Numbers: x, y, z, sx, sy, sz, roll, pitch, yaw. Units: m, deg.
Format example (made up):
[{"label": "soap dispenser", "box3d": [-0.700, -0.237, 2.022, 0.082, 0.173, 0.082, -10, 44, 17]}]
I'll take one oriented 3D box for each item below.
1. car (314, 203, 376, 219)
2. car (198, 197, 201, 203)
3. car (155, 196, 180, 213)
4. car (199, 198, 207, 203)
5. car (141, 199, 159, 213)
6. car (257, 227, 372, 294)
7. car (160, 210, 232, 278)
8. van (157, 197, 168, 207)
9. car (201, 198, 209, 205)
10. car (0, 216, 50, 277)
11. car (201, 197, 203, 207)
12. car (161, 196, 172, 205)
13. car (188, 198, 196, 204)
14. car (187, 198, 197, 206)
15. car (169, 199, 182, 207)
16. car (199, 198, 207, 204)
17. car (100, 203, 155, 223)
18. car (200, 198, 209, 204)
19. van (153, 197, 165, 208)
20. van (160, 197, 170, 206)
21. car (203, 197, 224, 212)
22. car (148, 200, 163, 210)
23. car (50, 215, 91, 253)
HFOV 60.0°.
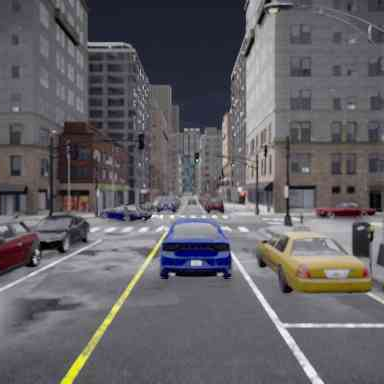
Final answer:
[{"label": "car", "box3d": [13.372, 1.669, 29.302, 4.718, 1.301, 1.895, -1, 0, -1]}, {"label": "car", "box3d": [2.878, 1.827, 63.407, 2.192, 1.841, 5.009, -1, 0, 0]}, {"label": "car", "box3d": [-3.078, 1.559, 41.921, 2.150, 2.045, 5.566, 0, 0, 0]}, {"label": "car", "box3d": [2.899, 2.278, 91.334, 2.008, 1.369, 4.403, -1, 0, 0]}, {"label": "car", "box3d": [-5.660, 1.897, 41.067, 1.947, 1.339, 4.313, -1, 0, 0]}, {"label": "car", "box3d": [2.852, 1.592, 8.866, 1.752, 1.417, 4.829, -1, 0, 0]}, {"label": "car", "box3d": [0.102, 1.555, 10.412, 1.882, 1.535, 5.008, 0, 0, 0]}, {"label": "van", "box3d": [-5.653, 1.853, 63.411, 1.690, 1.788, 3.998, -1, 0, 0]}, {"label": "car", "box3d": [2.888, 2.126, 74.747, 1.752, 1.417, 4.829, -1, 0, 0]}, {"label": "car", "box3d": [-5.674, 1.505, 8.699, 1.967, 1.590, 4.097, -1, 0, 0]}, {"label": "car", "box3d": [2.867, 1.692, 46.651, 2.192, 1.841, 5.009, -1, 0, 0]}, {"label": "car", "box3d": [-5.648, 1.915, 74.583, 2.192, 1.841, 5.009, -1, 0, 0]}, {"label": "car", "box3d": [0.034, 2.118, 80.949, 1.895, 1.301, 4.718, 0, 0, 0]}, {"label": "car", "box3d": [0.029, 2.085, 70.498, 2.128, 1.511, 4.902, 0, 0, 0]}, {"label": "car", "box3d": [-3.010, 2.050, 62.233, 2.033, 1.411, 5.357, 0, 0, 0]}, {"label": "car", "box3d": [2.896, 2.251, 85.748, 1.947, 1.339, 4.313, -1, 0, 0]}, {"label": "car", "box3d": [-5.626, 1.842, 27.761, 4.718, 1.301, 1.895, -1, 0, 39]}, {"label": "car", "box3d": [2.892, 2.208, 80.163, 1.947, 1.339, 4.313, -1, 0, 0]}, {"label": "van", "box3d": [-5.655, 1.809, 57.825, 1.690, 1.788, 3.998, -1, 0, 0]}, {"label": "van", "box3d": [-5.650, 1.897, 68.997, 1.690, 1.788, 3.998, -1, 0, 0]}, {"label": "car", "box3d": [2.863, 1.645, 41.065, 2.192, 1.841, 5.009, -1, 0, 0]}, {"label": "car", "box3d": [-5.655, 1.947, 52.068, 1.752, 1.417, 4.829, -1, 0, 0]}, {"label": "car", "box3d": [-5.670, 1.673, 14.194, 1.947, 1.339, 4.313, -1, 0, 0]}]
